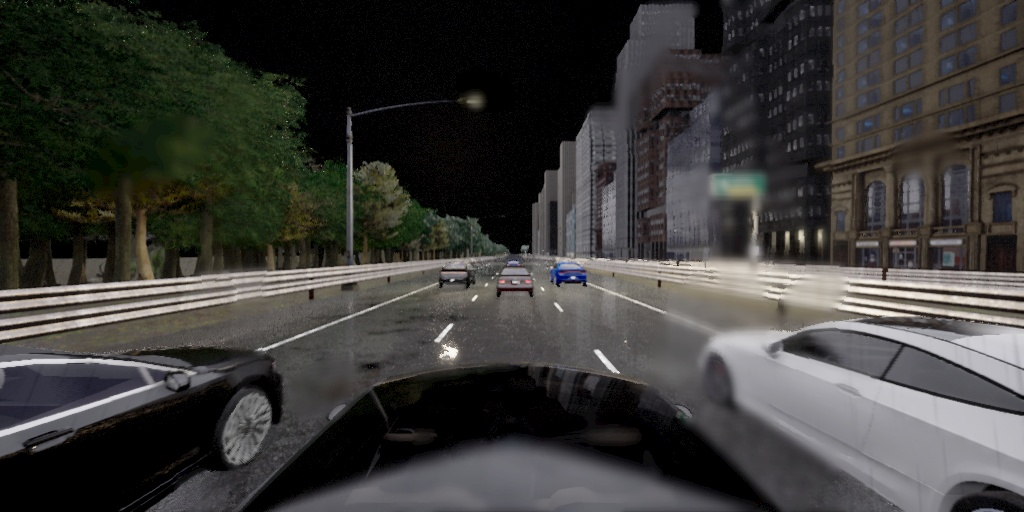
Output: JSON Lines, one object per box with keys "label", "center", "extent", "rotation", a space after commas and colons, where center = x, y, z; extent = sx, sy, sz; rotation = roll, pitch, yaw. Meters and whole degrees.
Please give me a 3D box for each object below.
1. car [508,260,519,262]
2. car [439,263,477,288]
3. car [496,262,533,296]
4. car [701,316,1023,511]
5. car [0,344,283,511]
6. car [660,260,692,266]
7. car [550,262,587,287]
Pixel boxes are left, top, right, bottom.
{"label": "car", "center": [0.180, 1.158, 38.938], "extent": [1.812, 1.442, 4.674], "rotation": [0, 0, 1]}
{"label": "car", "center": [-3.355, 1.169, 22.715], "extent": [2.128, 1.511, 4.902], "rotation": [0, 0, 0]}
{"label": "car", "center": [0.138, 1.238, 18.952], "extent": [2.033, 1.411, 5.357], "rotation": [0, 0, 0]}
{"label": "car", "center": [3.600, 1.270, 3.179], "extent": [1.812, 1.442, 4.674], "rotation": [0, 0, 0]}
{"label": "car", "center": [-3.402, 1.241, 1.923], "extent": [2.128, 1.511, 4.902], "rotation": [0, 0, 0]}
{"label": "car", "center": [22.423, 1.258, 49.458], "extent": [1.837, 1.490, 4.892], "rotation": [0, 0, -17]}
{"label": "car", "center": [3.650, 1.153, 23.804], "extent": [1.882, 1.535, 5.008], "rotation": [0, 0, 0]}
